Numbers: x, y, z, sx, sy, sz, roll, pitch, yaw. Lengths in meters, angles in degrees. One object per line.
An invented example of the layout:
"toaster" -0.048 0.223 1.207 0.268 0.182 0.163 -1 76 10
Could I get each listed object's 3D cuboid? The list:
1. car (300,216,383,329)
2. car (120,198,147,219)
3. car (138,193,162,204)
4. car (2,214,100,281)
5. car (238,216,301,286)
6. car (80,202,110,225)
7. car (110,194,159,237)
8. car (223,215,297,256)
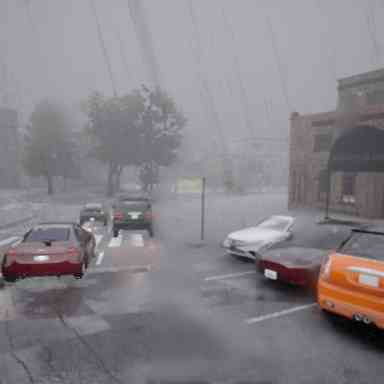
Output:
"car" 4.464 1.380 6.111 4.553 1.767 2.185 1 -1 -31
"car" -5.048 1.372 29.175 1.837 1.490 4.892 1 2 -4
"car" -5.463 0.797 39.406 1.812 1.442 4.674 3 5 33
"car" -4.090 1.603 10.121 1.994 1.385 4.181 0 0 -11
"car" 3.875 1.547 8.995 4.792 1.488 2.163 1 0 -32
"car" -6.949 1.503 24.049 1.837 1.490 4.892 0 1 -11
"car" -3.361 1.294 18.958 2.150 2.045 5.566 0 0 -12
"car" 3.308 1.570 11.903 4.674 1.452 2.002 1 0 -32
